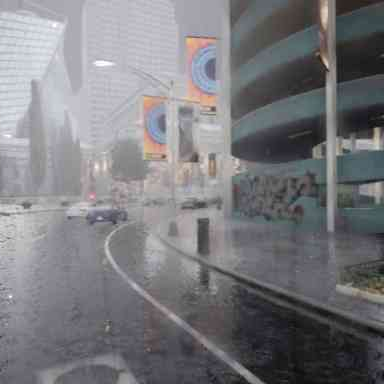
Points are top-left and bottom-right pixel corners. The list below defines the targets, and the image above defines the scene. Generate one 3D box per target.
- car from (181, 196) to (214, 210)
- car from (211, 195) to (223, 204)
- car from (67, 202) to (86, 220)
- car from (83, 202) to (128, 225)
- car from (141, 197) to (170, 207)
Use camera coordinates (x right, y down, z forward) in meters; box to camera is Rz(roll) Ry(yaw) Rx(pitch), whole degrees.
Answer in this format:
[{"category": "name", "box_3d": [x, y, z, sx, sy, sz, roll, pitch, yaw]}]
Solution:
[{"category": "car", "box_3d": [0.486, 1.536, 42.157, 1.994, 1.385, 4.181, -1, 0, 35]}, {"category": "car", "box_3d": [3.745, 1.286, 55.461, 4.553, 1.767, 2.097, -1, 0, -36]}, {"category": "car", "box_3d": [-9.003, 1.595, 28.580, 1.812, 1.442, 4.674, -1, 0, 9]}, {"category": "car", "box_3d": [-6.007, 1.569, 24.240, 1.812, 1.442, 4.674, -1, 0, 2]}, {"category": "car", "box_3d": [-5.619, 1.532, 51.474, 1.837, 1.490, 4.892, -1, -1, 42]}]
